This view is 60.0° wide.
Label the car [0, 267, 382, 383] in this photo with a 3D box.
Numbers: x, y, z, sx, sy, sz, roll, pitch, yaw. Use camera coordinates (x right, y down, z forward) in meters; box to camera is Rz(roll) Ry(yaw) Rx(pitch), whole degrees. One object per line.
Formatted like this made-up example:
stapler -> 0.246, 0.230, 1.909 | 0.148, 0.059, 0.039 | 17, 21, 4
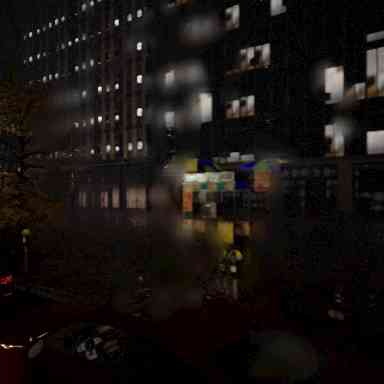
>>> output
car -> -0.463, 1.595, 3.185 | 4.206, 1.307, 1.802 | -1, 0, 35
